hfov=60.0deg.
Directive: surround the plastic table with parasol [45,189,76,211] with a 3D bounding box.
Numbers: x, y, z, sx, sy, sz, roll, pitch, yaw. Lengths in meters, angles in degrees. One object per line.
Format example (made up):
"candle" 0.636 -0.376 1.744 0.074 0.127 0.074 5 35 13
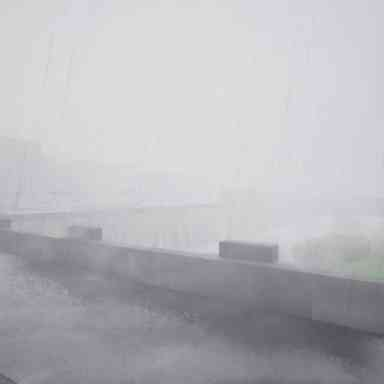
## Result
"plastic table with parasol" -15.859 0.923 40.115 2.482 2.480 2.482 0 0 36
